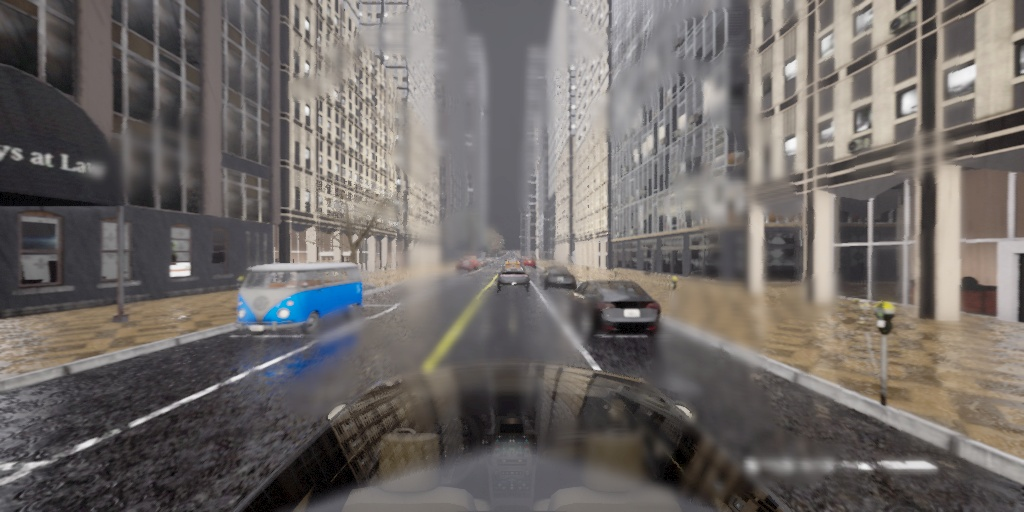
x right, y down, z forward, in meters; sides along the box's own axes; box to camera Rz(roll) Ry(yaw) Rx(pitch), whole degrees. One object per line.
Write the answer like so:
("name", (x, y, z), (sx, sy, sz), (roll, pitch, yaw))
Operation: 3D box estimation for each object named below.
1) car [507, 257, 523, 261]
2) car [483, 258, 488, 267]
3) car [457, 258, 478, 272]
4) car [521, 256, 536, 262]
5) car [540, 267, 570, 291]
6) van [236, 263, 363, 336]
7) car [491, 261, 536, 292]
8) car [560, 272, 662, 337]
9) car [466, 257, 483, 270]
("car", (0.082, 1.199, 44.855), (1.882, 1.535, 5.008), (0, 0, 0))
("car", (-5.713, 1.137, 61.385), (1.967, 1.591, 4.097), (0, 0, 0))
("car", (-5.707, 1.267, 44.290), (1.888, 1.381, 4.507), (0, 0, 0))
("car", (2.670, 1.022, 55.688), (2.192, 1.841, 5.009), (0, 0, 0))
("car", (2.682, 1.308, 21.496), (1.948, 1.339, 4.313), (0, 0, 0))
("van", (-5.694, 1.088, 10.101), (1.690, 1.789, 3.998), (0, 0, 0))
("car", (0.093, 1.233, 21.223), (2.128, 1.511, 4.902), (0, 0, 0))
("car", (2.687, 1.314, 10.100), (1.948, 1.339, 4.313), (0, 0, 0))
("car", (-5.709, 1.029, 49.989), (2.192, 1.841, 5.009), (0, 0, 0))
